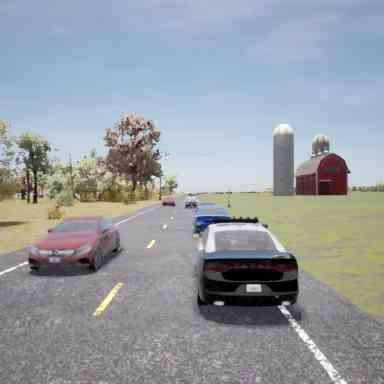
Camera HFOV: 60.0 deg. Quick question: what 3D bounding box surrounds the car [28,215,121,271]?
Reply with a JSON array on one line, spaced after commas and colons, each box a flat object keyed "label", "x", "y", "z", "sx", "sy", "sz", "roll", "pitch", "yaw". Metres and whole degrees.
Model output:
[{"label": "car", "x": -3.601, "y": 1.526, "z": 11.051, "sx": 1.812, "sy": 1.442, "sz": 4.674, "roll": 0, "pitch": 0, "yaw": 0}]

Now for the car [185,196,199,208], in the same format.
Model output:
[{"label": "car", "x": 0.011, "y": 1.589, "z": 47.509, "sx": 1.895, "sy": 1.301, "sz": 4.718, "roll": 0, "pitch": 0, "yaw": 1}]

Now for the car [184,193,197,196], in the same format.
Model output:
[{"label": "car", "x": -0.011, "y": 1.202, "z": 59.451, "sx": 2.150, "sy": 2.045, "sz": 5.566, "roll": 0, "pitch": 0, "yaw": 0}]

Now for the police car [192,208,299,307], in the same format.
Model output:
[{"label": "police car", "x": 1.048, "y": 1.426, "z": 8.217, "sx": 1.930, "sy": 1.638, "sz": 5.238, "roll": 0, "pitch": 0, "yaw": 0}]

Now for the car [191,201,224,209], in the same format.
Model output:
[{"label": "car", "x": 1.046, "y": 1.478, "z": 18.107, "sx": 1.882, "sy": 1.535, "sz": 5.008, "roll": 0, "pitch": 0, "yaw": 0}]

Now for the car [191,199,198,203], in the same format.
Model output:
[{"label": "car", "x": 1.044, "y": 1.504, "z": 24.108, "sx": 1.837, "sy": 1.490, "sz": 4.892, "roll": 0, "pitch": 0, "yaw": 0}]

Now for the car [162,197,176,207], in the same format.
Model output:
[{"label": "car", "x": -3.605, "y": 1.463, "z": 51.923, "sx": 1.882, "sy": 1.535, "sz": 5.008, "roll": 0, "pitch": 0, "yaw": 0}]
